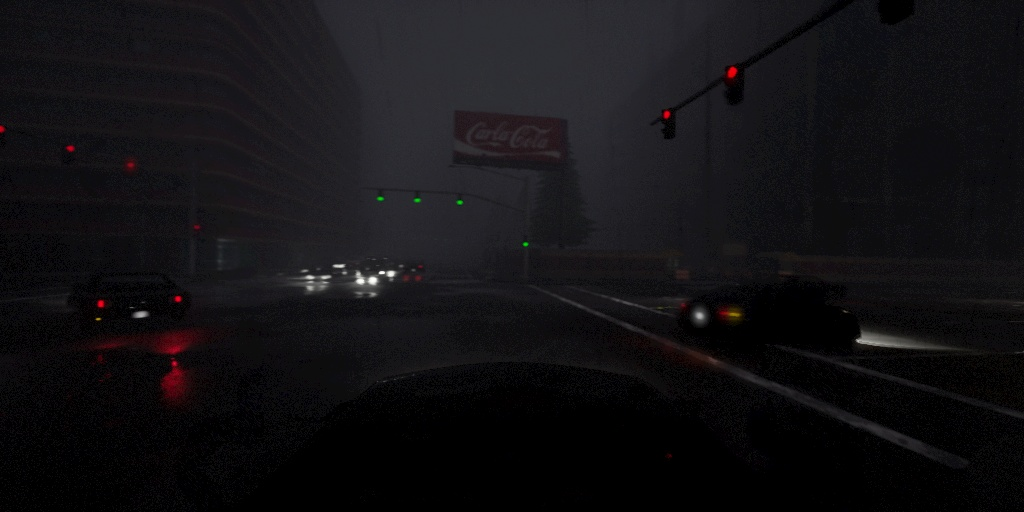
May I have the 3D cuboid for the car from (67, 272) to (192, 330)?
[{"bbox_3d":[-10.762,1.087,10.008,4.718,1.301,1.895,1,0,36],"label":"car"}]

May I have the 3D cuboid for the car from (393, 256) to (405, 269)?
[{"bbox_3d":[-14.563,0.778,43.046,2.128,1.511,4.902,1,0,-10],"label":"car"}]

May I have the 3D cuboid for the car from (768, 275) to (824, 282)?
[{"bbox_3d":[13.493,1.590,17.530,4.718,1.301,1.895,1,0,-9],"label":"car"}]

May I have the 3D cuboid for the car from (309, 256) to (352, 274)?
[{"bbox_3d":[-16.200,0.782,31.711,2.128,1.511,4.902,1,0,-9],"label":"car"}]

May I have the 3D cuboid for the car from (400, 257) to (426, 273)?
[{"bbox_3d":[-9.615,1.021,35.876,1.895,1.301,4.718,1,0,-10],"label":"car"}]

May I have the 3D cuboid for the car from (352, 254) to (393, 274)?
[{"bbox_3d":[-12.980,0.846,33.678,2.128,1.511,4.902,1,0,-9],"label":"car"}]

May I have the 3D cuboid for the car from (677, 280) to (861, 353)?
[{"bbox_3d":[6.380,1.427,9.004,4.181,1.385,1.994,1,0,-15],"label":"car"}]
